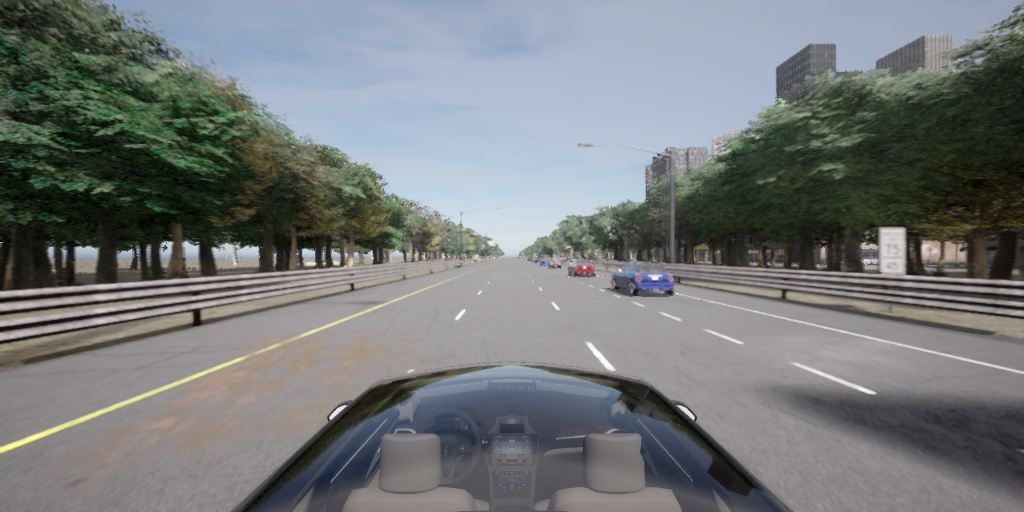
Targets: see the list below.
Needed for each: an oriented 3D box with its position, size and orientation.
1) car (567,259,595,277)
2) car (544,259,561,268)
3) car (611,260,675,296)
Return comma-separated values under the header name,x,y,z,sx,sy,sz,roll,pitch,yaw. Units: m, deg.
name,x,y,z,sx,sy,sz,roll,pitch,yaw
car,6.976,1.115,36.555,2.097,1.767,4.553,0,0,0
car,6.987,1.393,59.576,1.895,1.301,4.718,0,0,0
car,6.989,1.108,19.640,2.097,1.767,4.553,0,0,0
